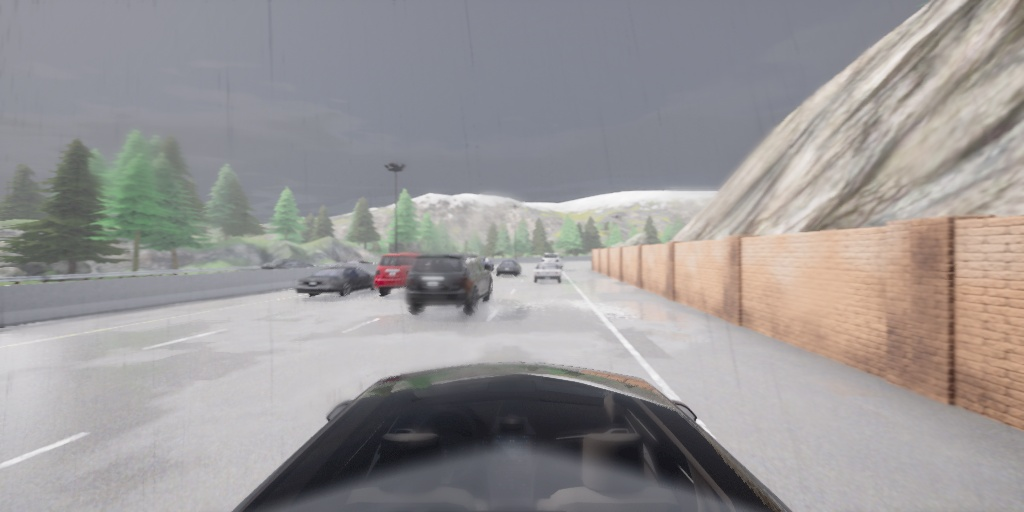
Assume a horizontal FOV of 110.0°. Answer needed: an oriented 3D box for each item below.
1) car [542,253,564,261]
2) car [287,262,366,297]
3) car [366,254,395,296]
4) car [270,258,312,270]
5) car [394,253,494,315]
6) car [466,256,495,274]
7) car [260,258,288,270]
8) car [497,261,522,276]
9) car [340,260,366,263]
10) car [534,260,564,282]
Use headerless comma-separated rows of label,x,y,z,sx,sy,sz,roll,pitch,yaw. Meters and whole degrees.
car,4.887,0.652,42.686,2.150,2.045,5.566,-1,1,13
car,-8.684,1.263,18.571,2.033,1.411,5.357,0,0,5
car,-5.144,0.901,18.867,2.150,2.045,5.566,0,0,5
car,-24.145,1.276,40.039,1.994,1.385,4.181,0,0,8
car,-2.136,0.912,13.517,2.150,2.045,5.566,0,0,5
car,-3.232,0.889,37.405,2.097,1.767,4.553,0,0,7
car,-27.314,1.077,42.480,2.097,1.767,4.553,0,0,9
car,-0.236,1.103,33.352,1.994,1.385,4.181,-1,0,6
car,-17.204,1.179,39.411,1.812,1.442,4.674,-1,0,9
car,2.566,1.163,26.027,1.895,1.301,4.718,0,0,5
